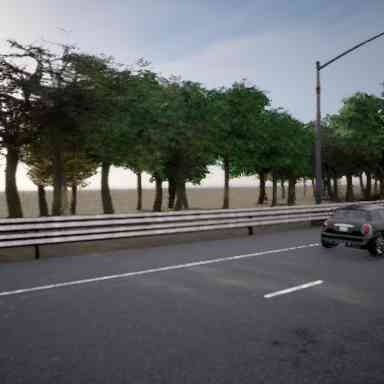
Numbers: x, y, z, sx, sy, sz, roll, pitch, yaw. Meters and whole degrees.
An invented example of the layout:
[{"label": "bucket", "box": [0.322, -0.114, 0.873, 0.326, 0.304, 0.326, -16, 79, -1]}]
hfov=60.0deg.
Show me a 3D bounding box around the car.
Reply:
[{"label": "car", "box": [7.164, 1.318, 13.153, 4.553, 1.767, 2.097, -1, 0, -36]}]
